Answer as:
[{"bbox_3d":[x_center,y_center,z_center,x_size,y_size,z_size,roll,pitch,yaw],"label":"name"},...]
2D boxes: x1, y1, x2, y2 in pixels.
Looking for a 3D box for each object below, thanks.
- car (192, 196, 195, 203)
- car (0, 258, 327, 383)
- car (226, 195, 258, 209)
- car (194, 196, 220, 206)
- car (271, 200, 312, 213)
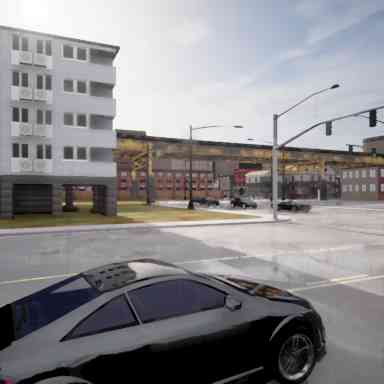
[{"bbox_3d":[0.742,1.547,65.788,2.033,1.411,5.357,0,0,3],"label":"car"},{"bbox_3d":[-0.346,1.564,4.078,4.181,1.385,1.994,0,0,-30],"label":"car"},{"bbox_3d":[7.052,1.505,45.763,1.837,1.490,4.892,0,0,-25],"label":"car"},{"bbox_3d":[2.705,1.547,55.301,2.033,1.411,5.357,0,0,-21],"label":"car"},{"bbox_3d":[11.070,1.601,37.291,1.895,1.301,4.718,0,0,-26],"label":"car"}]
